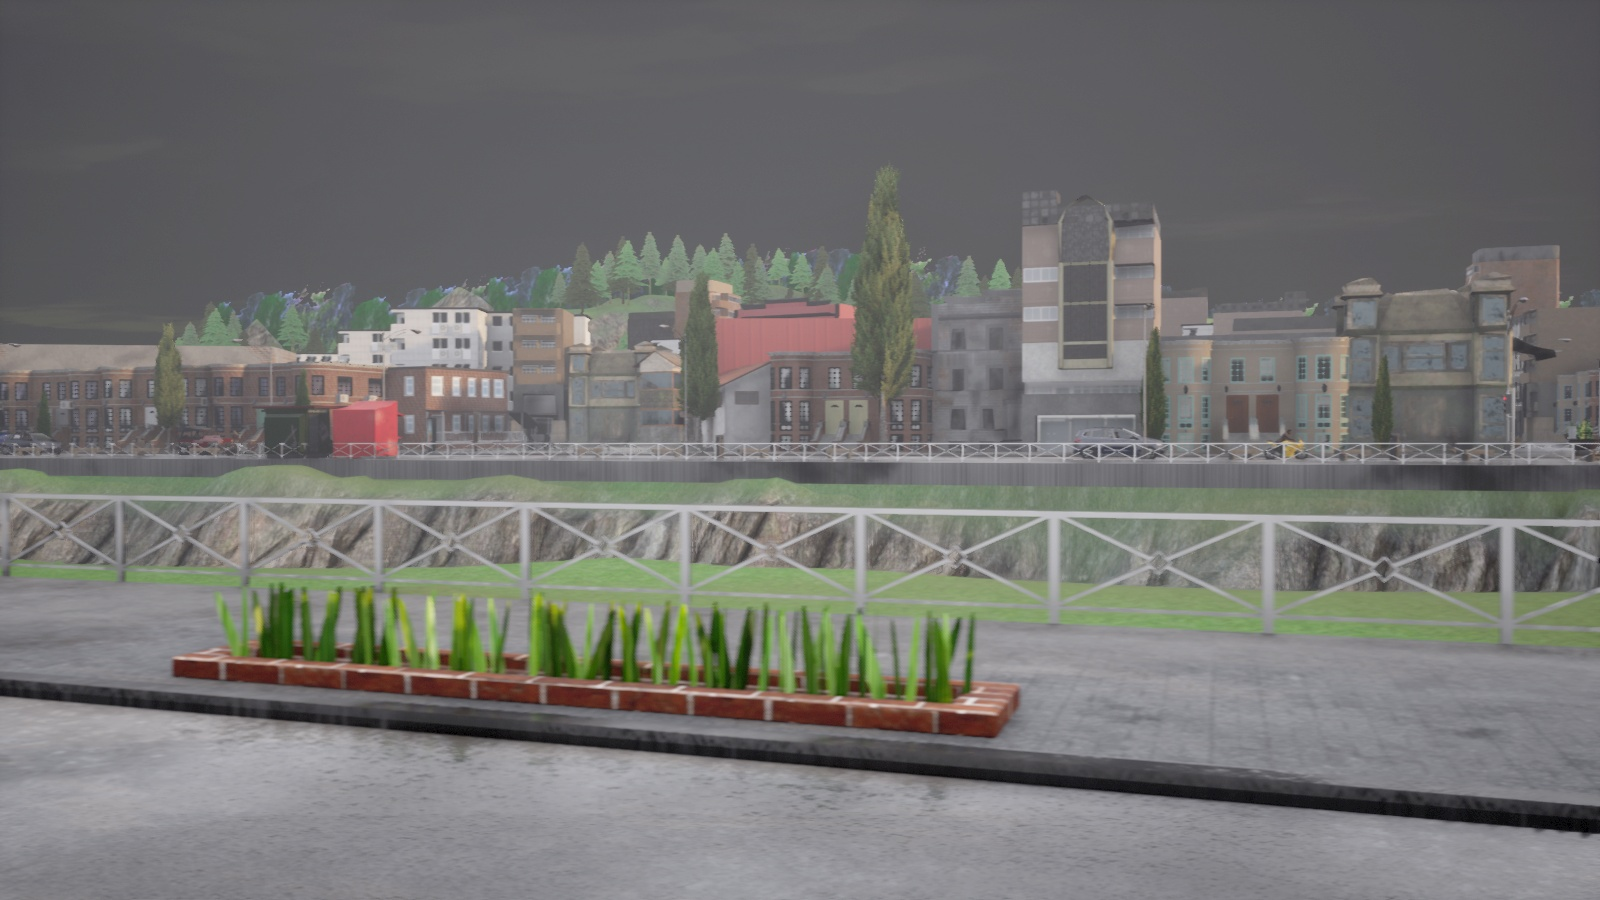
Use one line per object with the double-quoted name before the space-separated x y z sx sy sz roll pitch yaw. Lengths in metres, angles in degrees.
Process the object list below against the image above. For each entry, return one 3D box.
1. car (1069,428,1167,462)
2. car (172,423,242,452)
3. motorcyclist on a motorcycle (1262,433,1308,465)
"car" 16.080 -0.284 63.424 4.611 1.667 2.242 1 1 19
"car" -38.594 -0.833 81.798 3.866 1.878 1.905 1 1 19
"motorcyclist on a motorcycle" 23.516 -0.078 60.925 2.044 1.523 0.797 1 1 19
